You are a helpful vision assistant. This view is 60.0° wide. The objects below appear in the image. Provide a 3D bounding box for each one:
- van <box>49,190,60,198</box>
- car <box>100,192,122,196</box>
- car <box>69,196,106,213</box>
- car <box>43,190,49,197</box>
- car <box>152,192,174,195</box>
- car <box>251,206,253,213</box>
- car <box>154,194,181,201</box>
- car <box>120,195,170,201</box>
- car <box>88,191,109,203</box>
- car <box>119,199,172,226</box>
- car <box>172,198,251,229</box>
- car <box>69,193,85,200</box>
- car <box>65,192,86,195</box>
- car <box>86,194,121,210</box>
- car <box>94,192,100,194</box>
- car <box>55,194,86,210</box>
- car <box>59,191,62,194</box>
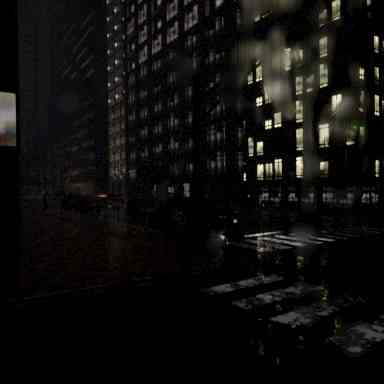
[{"bbox_3d":[-32.510,0.531,79.974,1.690,1.788,3.998,-1,1,-35],"label":"van"},{"bbox_3d":[-12.007,1.009,51.033,1.837,1.490,4.892,-1,1,-35],"label":"car"},{"bbox_3d":[-10.562,1.354,33.390,1.947,1.339,4.313,-1,1,-35],"label":"car"},{"bbox_3d":[-35.712,0.688,84.621,2.008,1.369,4.403,-1,1,-35],"label":"car"},{"bbox_3d":[-3.688,0.963,38.177,2.192,1.841,5.009,-1,1,-35],"label":"car"},{"bbox_3d":[3.064,1.278,28.322,1.752,1.417,4.829,-1,1,-35],"label":"car"},{"bbox_3d":[-1.456,1.263,30.365,1.837,1.490,4.892,-1,1,-35],"label":"car"},{"bbox_3d":[-4.185,1.315,28.689,1.837,1.490,4.892,-1,1,-35],"label":"car"},{"bbox_3d":[-15.992,0.795,56.750,2.097,1.767,4.553,-1,1,-35],"label":"car"},{"bbox_3d":[-2.930,1.455,22.371,2.008,1.369,4.403,-1,1,-35],"label":"car"},{"bbox_3d":[1.085,1.382,21.034,2.128,1.511,4.902,-1,1,-34],"label":"car"},{"bbox_3d":[-22.903,0.889,66.045,1.887,1.381,4.507,-1,1,-35],"label":"car"},{"bbox_3d":[-15.912,1.132,45.782,1.837,1.490,4.892,-1,1,-34],"label":"car"},{"bbox_3d":[-10.035,1.246,37.189,1.812,1.442,4.674,-1,1,-35],"label":"car"},{"bbox_3d":[-16.921,1.065,52.812,2.033,1.411,5.357,-1,1,-34],"label":"car"},{"bbox_3d":[-13.766,1.289,38.034,2.008,1.369,4.403,-1,1,-35],"label":"car"},{"bbox_3d":[-26.105,0.733,70.688,1.967,1.590,4.097,-1,1,-35],"label":"car"}]
